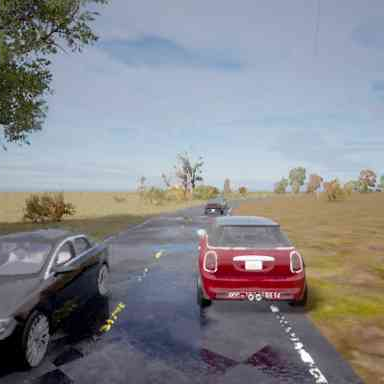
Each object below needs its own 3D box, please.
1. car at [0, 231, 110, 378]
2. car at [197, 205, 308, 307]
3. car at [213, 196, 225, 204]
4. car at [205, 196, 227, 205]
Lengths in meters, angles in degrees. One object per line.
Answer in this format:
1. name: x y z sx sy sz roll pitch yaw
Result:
1. car: -2.829 1.497 5.756 2.128 1.511 4.902 0 0 2
2. car: 1.199 1.359 8.205 2.097 1.767 4.553 0 0 2
3. car: 5.585 1.527 68.243 1.837 1.490 4.892 0 0 14
4. car: 2.397 1.528 34.796 1.837 1.490 4.892 0 0 8
